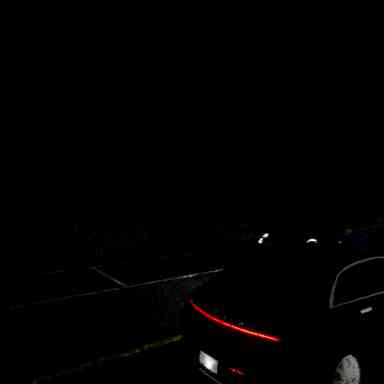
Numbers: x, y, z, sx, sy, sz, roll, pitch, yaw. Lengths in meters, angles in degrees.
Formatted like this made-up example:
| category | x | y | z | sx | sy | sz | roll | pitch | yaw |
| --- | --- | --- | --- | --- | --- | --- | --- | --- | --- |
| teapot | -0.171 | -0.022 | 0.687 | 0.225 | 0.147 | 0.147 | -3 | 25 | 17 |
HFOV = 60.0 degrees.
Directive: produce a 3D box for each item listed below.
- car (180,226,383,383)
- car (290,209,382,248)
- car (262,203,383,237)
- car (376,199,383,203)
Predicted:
| category | x | y | z | sx | sy | sz | roll | pitch | yaw |
| --- | --- | --- | --- | --- | --- | --- | --- | --- | --- |
| car | 2.141 | 1.504 | 4.837 | 4.892 | 1.490 | 1.837 | 0 | 0 | -36 |
| car | 6.687 | 1.565 | 15.285 | 4.313 | 1.339 | 1.947 | 0 | 0 | -35 |
| car | 4.077 | 1.351 | 10.151 | 4.553 | 1.767 | 2.097 | 0 | 0 | -35 |
| car | 11.275 | 1.314 | 18.559 | 5.009 | 1.841 | 2.192 | 0 | 0 | -35 |
